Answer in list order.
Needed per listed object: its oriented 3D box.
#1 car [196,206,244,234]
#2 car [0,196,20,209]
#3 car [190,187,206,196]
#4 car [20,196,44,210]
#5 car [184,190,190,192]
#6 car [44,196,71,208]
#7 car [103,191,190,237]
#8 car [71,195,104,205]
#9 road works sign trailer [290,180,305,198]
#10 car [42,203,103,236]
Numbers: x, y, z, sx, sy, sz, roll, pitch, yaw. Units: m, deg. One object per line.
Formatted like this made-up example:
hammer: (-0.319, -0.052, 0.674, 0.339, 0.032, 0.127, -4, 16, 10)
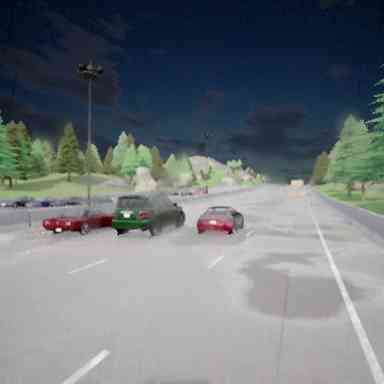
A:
car: (1.691, 1.485, 18.758, 1.994, 1.385, 4.181, 0, 1, 18)
car: (-20.830, 1.257, 40.456, 2.128, 1.511, 4.902, 0, 1, 18)
car: (2.037, -0.036, 76.008, 2.150, 2.045, 5.566, 0, 2, 18)
car: (-17.504, 1.290, 39.378, 1.812, 1.442, 4.674, 0, 1, 18)
car: (-1.275, 0.292, 77.142, 1.994, 1.385, 4.181, 0, 2, 18)
car: (-14.185, 1.268, 38.270, 1.837, 1.490, 4.892, 0, 1, 18)
car: (-2.208, 1.161, 18.118, 2.150, 2.045, 5.566, 0, 1, 18)
car: (-10.845, 1.114, 37.226, 2.097, 1.767, 4.553, 0, 1, 18)
road works sign trailer: (21.199, -0.695, 67.016, 2.380, 3.560, 2.880, 0, 2, 18)
car: (-5.814, 1.547, 18.356, 1.895, 1.301, 4.718, 0, 0, 18)
